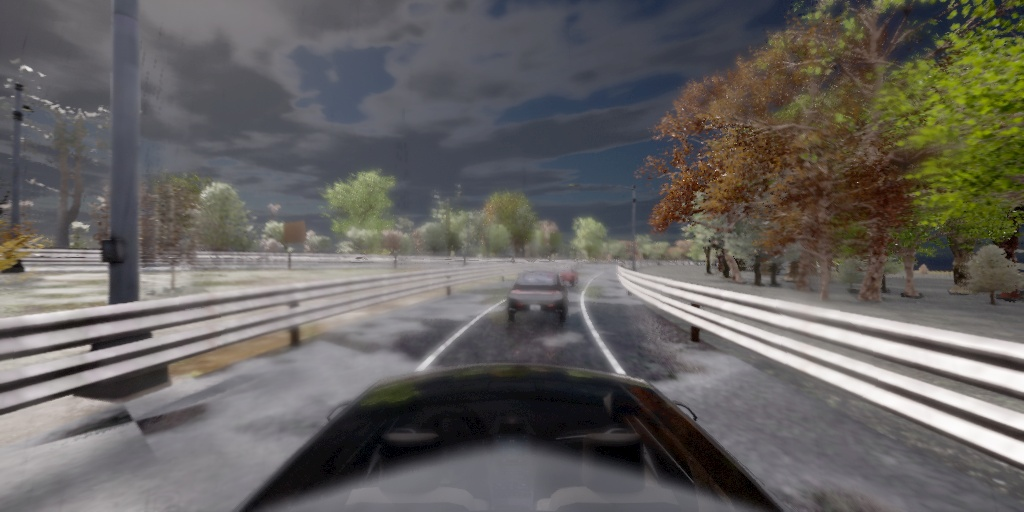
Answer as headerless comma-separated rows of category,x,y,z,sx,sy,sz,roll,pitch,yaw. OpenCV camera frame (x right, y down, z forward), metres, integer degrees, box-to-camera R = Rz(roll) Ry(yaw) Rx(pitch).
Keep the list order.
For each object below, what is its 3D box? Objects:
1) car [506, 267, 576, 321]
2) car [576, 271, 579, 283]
car,0.985,1.265,12.523,2.128,1.511,4.902,0,0,8
car,3.765,1.434,26.038,1.895,1.301,4.718,0,0,15
